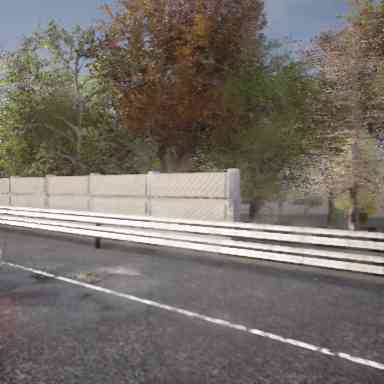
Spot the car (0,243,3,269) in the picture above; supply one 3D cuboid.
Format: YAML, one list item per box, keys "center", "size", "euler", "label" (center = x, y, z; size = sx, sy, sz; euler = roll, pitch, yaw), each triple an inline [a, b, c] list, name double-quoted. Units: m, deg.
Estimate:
- center: [-6.682, 1.416, 8.633]
  size: [4.674, 1.442, 1.812]
  euler: [1, 0, 35]
  label: "car"
